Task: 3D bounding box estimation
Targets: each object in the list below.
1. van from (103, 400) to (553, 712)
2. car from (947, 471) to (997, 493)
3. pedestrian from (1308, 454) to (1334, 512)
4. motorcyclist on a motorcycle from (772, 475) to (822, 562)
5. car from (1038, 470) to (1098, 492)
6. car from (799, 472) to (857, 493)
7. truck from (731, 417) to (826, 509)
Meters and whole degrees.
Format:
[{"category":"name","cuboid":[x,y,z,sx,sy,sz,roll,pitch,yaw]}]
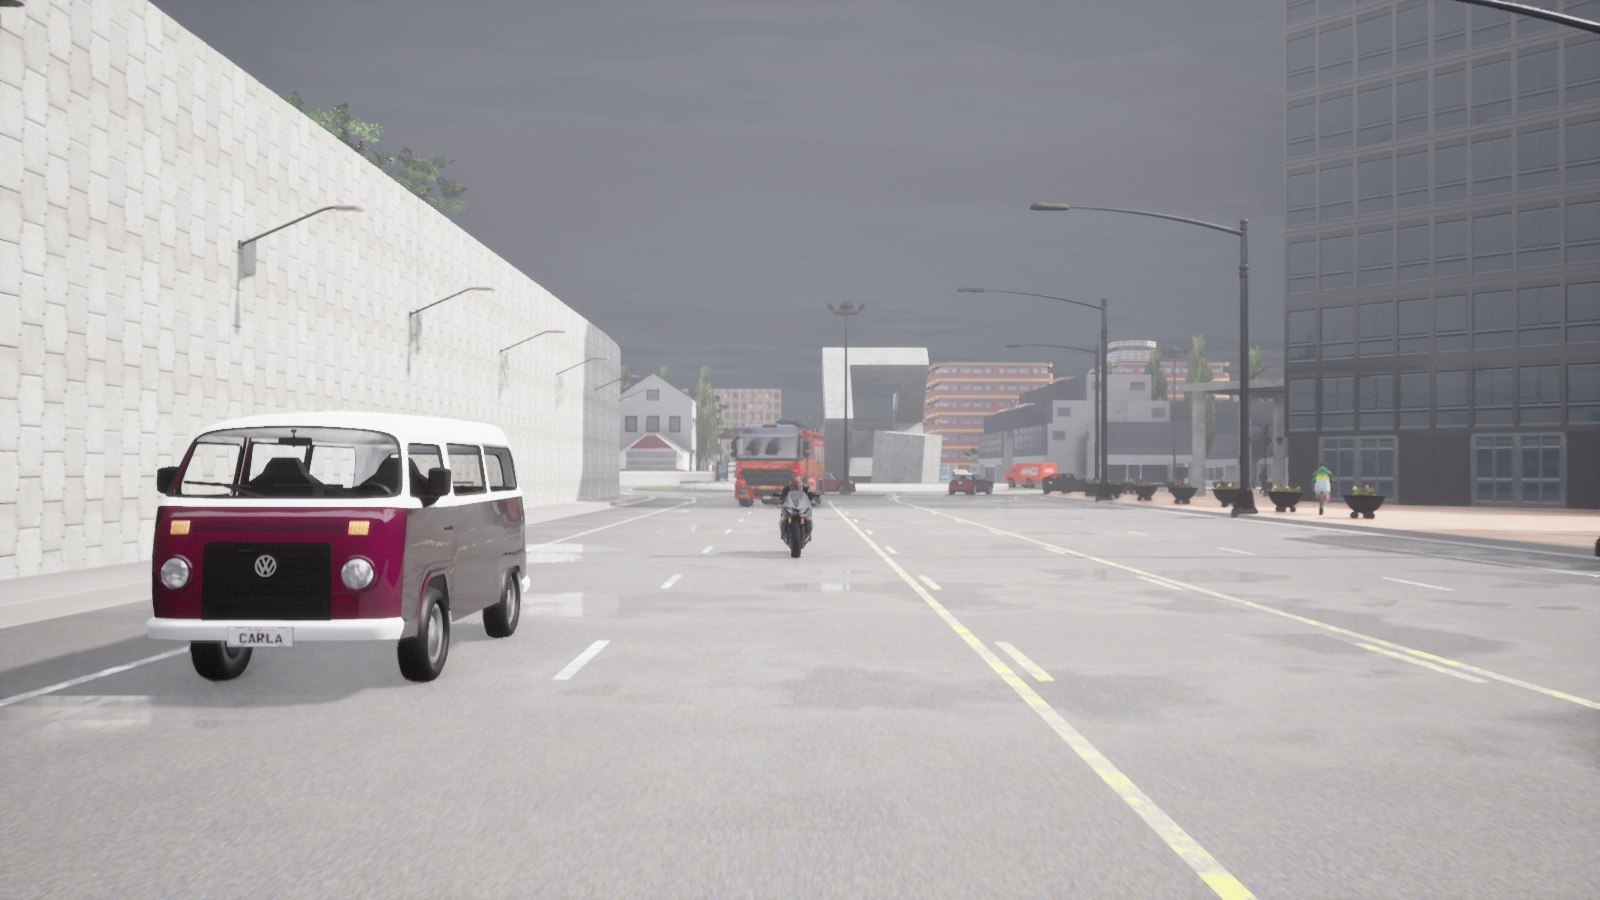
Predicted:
[{"category":"van","cuboid":[-3.527,0.729,10.464,2.069,2.038,4.480,0,-1,0]},{"category":"car","cuboid":[11.856,2.187,86.446,1.970,1.475,3.806,-1,-1,33]},{"category":"pedestrian","cuboid":[17.795,1.127,42.880,0.659,1.952,0.873,-1,-1,32]},{"category":"motorcyclist on a motorcycle","cuboid":[-0.057,1.244,23.353,0.866,1.530,2.191,0,-1,0]},{"category":"car","cuboid":[19.044,2.183,89.055,2.007,1.525,4.514,-1,-1,45]},{"category":"car","cuboid":[1.929,2.226,86.293,3.806,1.475,1.970,0,-1,8]},{"category":"truck","cuboid":[-0.816,0.607,56.630,2.891,3.827,8.468,0,-1,9]}]
